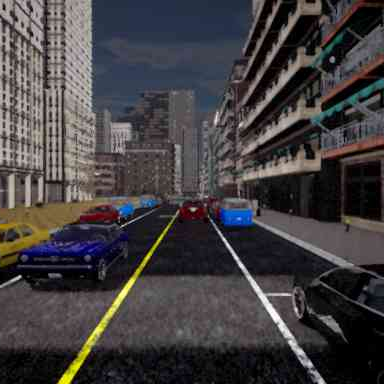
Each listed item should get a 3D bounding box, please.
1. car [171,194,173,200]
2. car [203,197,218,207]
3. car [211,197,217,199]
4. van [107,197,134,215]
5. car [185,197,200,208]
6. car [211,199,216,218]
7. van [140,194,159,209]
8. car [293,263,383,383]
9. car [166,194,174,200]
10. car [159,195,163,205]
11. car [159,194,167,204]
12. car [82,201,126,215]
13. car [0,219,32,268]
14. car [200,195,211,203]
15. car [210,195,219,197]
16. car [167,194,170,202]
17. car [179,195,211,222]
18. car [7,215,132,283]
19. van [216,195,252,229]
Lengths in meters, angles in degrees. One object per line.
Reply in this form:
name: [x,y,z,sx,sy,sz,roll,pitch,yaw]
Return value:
car: [-5.714,1.430,70.603,1.887,1.381,4.507,0,0,0]
car: [2.672,1.477,48.494,1.947,1.339,4.313,0,0,0]
car: [2.676,1.488,31.911,2.008,1.369,4.403,0,0,0]
van: [-5.704,1.288,26.382,1.690,1.788,3.998,0,0,0]
car: [0.088,1.477,46.449,1.994,1.385,4.181,0,0,0]
car: [2.678,1.492,26.384,1.887,1.381,4.507,0,0,0]
van: [-5.708,1.260,42.964,1.690,1.788,3.998,0,0,0]
car: [2.682,1.557,4.273,1.947,1.339,4.313,0,0,0]
car: [-5.719,1.310,87.186,1.967,1.590,4.097,0,0,0]
car: [-5.708,1.493,48.493,1.802,1.307,4.206,0,0,0]
car: [-5.710,1.454,54.021,2.008,1.369,4.403,0,0,0]
car: [-5.701,1.502,20.855,1.887,1.381,4.507,0,0,0]
car: [-5.699,1.505,9.629,1.752,1.417,4.829,0,0,0]
car: [2.667,1.331,65.077,1.967,1.590,4.097,0,0,0]
car: [2.672,1.243,37.439,2.192,1.841,5.009,0,0,0]
car: [-5.713,1.212,59.548,2.192,1.841,5.009,0,0,0]
car: [0.093,1.301,25.699,2.097,1.767,4.553,0,0,0]
car: [-3.095,1.580,9.722,1.895,1.301,4.718,0,0,0]
van: [2.678,1.299,20.855,1.690,1.788,3.998,0,0,0]
